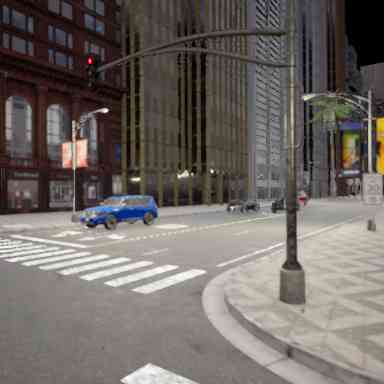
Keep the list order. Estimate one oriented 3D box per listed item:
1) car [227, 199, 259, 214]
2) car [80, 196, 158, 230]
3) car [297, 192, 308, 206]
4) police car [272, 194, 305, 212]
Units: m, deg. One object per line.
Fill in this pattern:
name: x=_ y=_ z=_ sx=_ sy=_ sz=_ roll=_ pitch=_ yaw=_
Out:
car: x=5.569 y=1.480 z=36.037 sx=2.128 sy=1.511 sz=4.902 roll=0 pitch=0 yaw=36
car: x=-4.661 y=1.291 z=22.163 sx=2.150 sy=2.045 sz=5.566 roll=0 pitch=0 yaw=36
car: x=15.431 y=0.959 z=49.269 sx=2.150 sy=2.045 sz=5.566 roll=0 pitch=0 yaw=36
police car: x=10.599 y=1.378 z=37.226 sx=1.930 sy=1.638 sz=5.238 roll=0 pitch=0 yaw=36
